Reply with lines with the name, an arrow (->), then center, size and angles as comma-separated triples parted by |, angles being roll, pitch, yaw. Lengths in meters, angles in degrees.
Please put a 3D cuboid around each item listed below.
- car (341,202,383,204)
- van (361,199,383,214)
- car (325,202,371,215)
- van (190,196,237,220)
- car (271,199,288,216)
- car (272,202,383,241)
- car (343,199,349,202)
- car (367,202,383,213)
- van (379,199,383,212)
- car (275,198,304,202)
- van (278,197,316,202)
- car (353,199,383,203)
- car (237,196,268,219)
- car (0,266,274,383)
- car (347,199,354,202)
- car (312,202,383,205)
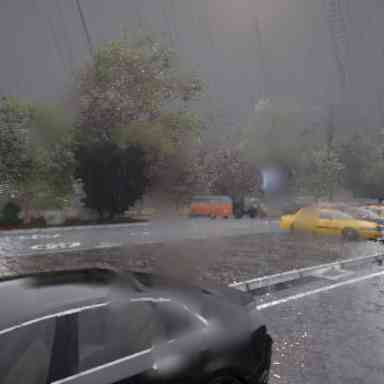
car -> 11.402, 1.619, 20.396 | 2.097, 1.535, 5.008 | 1, -1, -35
van -> 26.628, 2.000, 47.145 | 1.878, 1.987, 4.442 | 2, -1, -35
car -> 19.792, 2.043, 42.413 | 2.231, 1.521, 4.892 | 2, -1, -35
van -> 1.580, 1.349, 29.595 | 1.878, 1.987, 4.442 | 1, -1, -35
car -> 6.362, 1.674, 32.629 | 1.946, 1.575, 5.366 | 1, -1, -35
car -> 7.000, 1.533, 17.026 | 1.946, 1.575, 5.366 | 1, -1, -35
car -> 15.177, 1.917, 39.128 | 2.097, 1.535, 5.008 | 2, -1, -35
car -> 28.809, 2.287, 48.848 | 2.097, 1.535, 5.008 | 2, -1, -35
van -> 31.018, 2.135, 50.271 | 1.878, 1.987, 4.442 | 2, -1, -35
car -> 8.512, 1.737, 34.379 | 2.231, 1.521, 4.892 | 2, -1, -35
van -> 10.701, 1.572, 36.090 | 1.878, 1.987, 4.442 | 2, -1, -35
car -> 13.651, 1.548, 22.028 | 2.185, 1.767, 4.553 | 2, -1, -35
car -> 3.988, 1.370, 31.200 | 2.435, 2.045, 5.566 | 1, -1, -35
car -> -1.440, 1.506, 2.658 | 4.892, 1.490, 1.837 | 0, 0, -35
car -> 17.536, 1.981, 40.807 | 2.097, 1.535, 5.008 | 2, -1, -35
car -> 9.145, 1.575, 18.788 | 2.231, 1.521, 4.892 | 1, -1, -35
